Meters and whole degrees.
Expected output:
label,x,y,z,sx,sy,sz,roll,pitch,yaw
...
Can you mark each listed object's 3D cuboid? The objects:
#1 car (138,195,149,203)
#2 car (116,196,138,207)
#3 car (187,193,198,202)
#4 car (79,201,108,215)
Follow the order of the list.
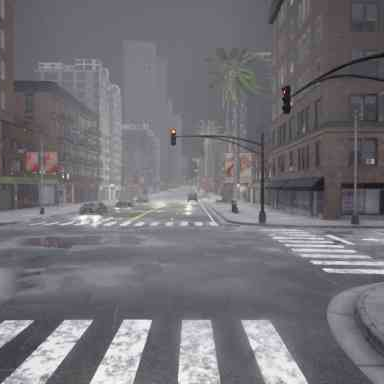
label,x,y,z,sx,sy,sz,roll,pitch,yaw
car,-9.693,1.305,65.402,2.097,1.767,4.553,0,0,0
car,-9.799,1.333,48.996,2.097,1.767,4.553,0,0,0
car,0.122,1.163,71.965,2.150,2.045,5.566,0,0,0
car,-9.829,1.555,33.343,1.994,1.385,4.181,0,0,-1
